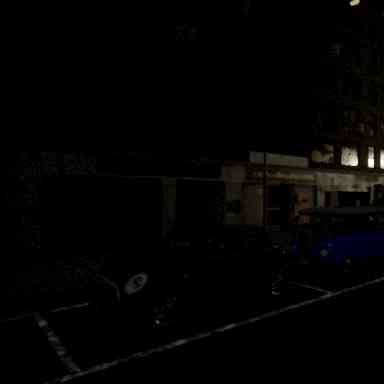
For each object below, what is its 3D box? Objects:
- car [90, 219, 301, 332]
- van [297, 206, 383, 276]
[{"bbox_3d":[0.057,1.442,6.796,4.097,1.590,1.967,0,1,-35],"label":"car"},{"bbox_3d":[4.676,1.345,10.090,3.998,1.788,1.690,0,1,-35],"label":"van"}]
